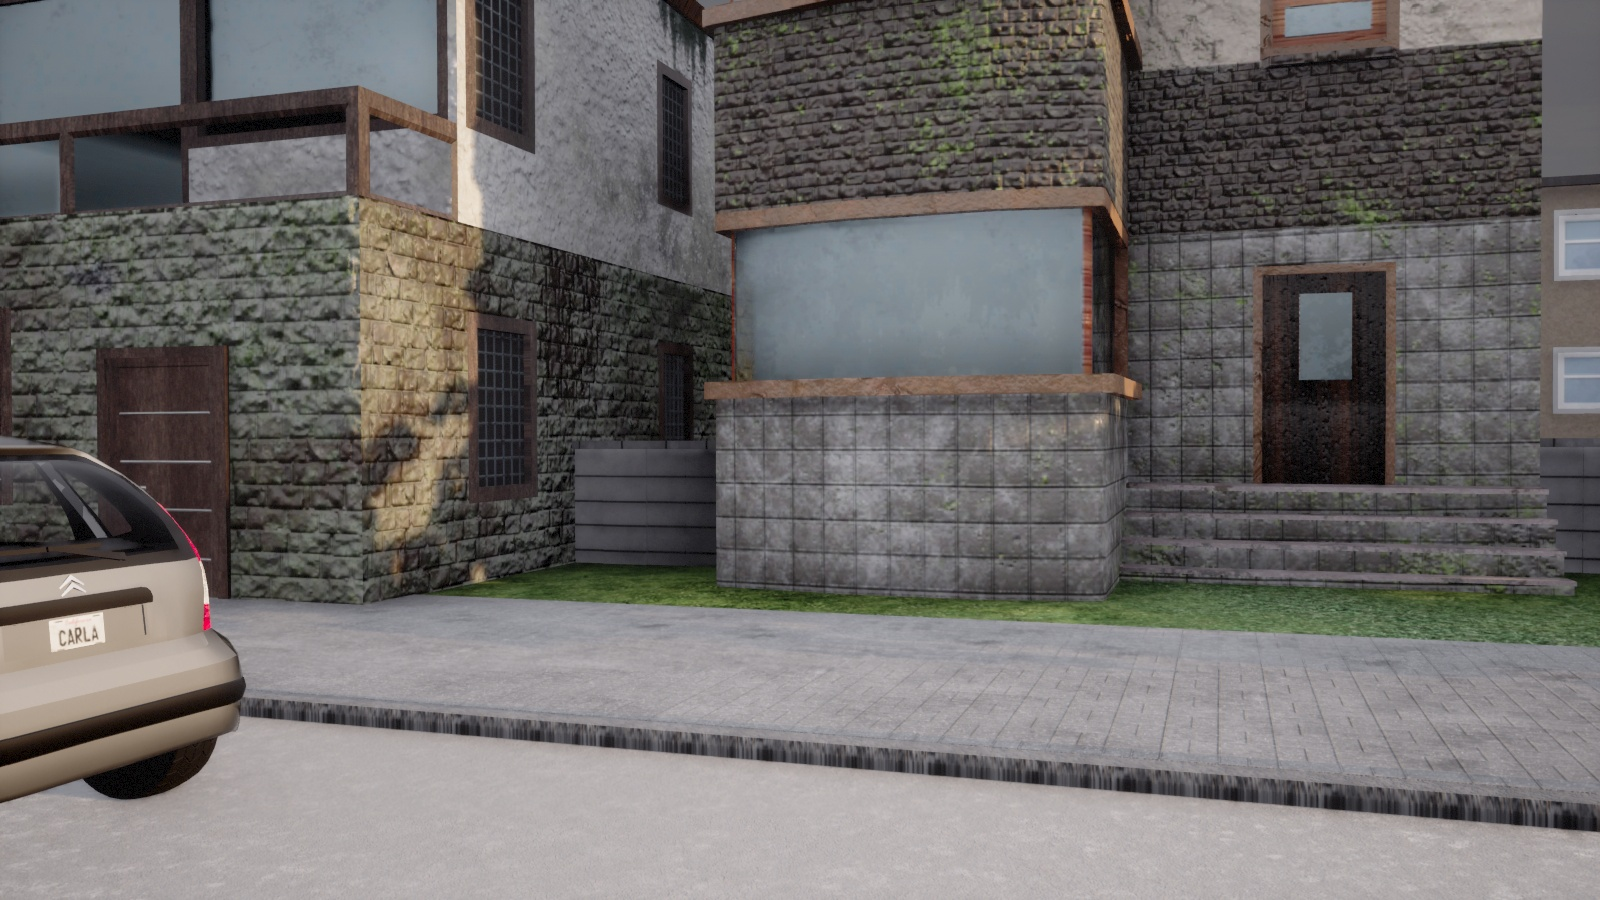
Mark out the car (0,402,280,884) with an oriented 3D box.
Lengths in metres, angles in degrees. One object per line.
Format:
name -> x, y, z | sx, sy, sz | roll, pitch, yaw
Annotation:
car -> -4.446, 0.625, 5.213 | 3.988, 1.617, 1.851 | 1, 1, 19
